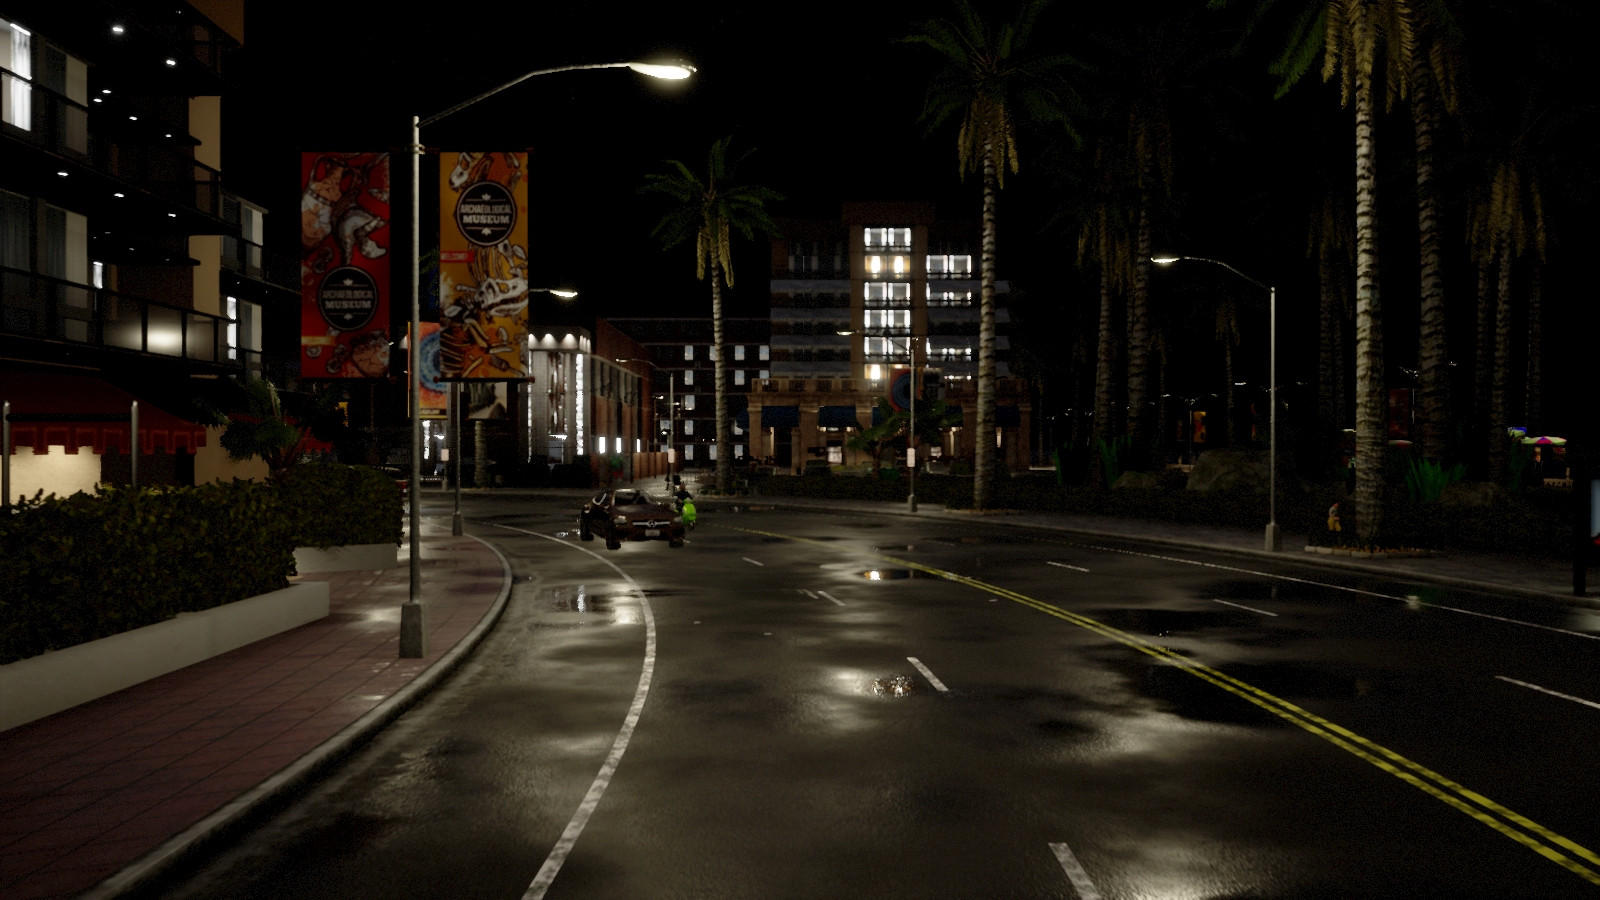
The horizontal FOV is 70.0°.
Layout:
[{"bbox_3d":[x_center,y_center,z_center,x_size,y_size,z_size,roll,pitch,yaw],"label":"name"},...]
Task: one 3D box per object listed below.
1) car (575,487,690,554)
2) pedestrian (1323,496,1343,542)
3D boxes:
[{"bbox_3d":[-5.030,1.992,33.692,2.152,1.651,5.027,0,0,-23],"label":"car"},{"bbox_3d":[15.270,1.978,32.743,0.375,1.300,0.375,0,0,-26],"label":"pedestrian"}]
